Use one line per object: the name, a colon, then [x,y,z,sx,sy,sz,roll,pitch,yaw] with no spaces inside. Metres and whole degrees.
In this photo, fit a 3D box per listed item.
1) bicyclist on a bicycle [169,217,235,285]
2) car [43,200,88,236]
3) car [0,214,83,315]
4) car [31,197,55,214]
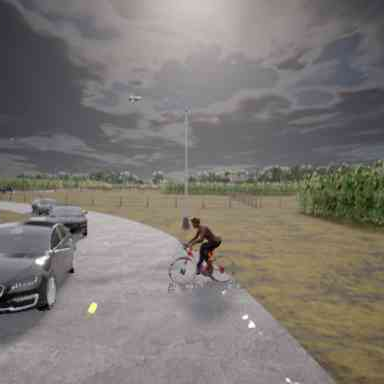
bicyclist on a bicycle: [0.252,1.428,8.037,1.656,1.620,0.582,0,0,-10]
car: [-6.649,1.403,17.601,1.882,1.535,5.008,0,1,-23]
car: [-3.849,1.477,7.633,1.837,1.490,4.892,0,0,-11]
car: [-12.946,1.273,29.542,1.837,1.490,4.892,0,0,-35]
